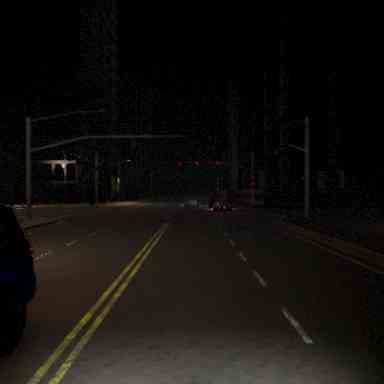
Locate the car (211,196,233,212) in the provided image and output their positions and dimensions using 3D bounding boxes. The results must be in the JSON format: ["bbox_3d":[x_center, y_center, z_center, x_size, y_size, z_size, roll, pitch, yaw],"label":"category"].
[{"bbox_3d":[3.497,1.449,38.150,1.812,1.442,4.674,0,0,0],"label":"car"}]

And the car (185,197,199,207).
[{"bbox_3d":[0.010,1.466,48.479,1.812,1.442,4.674,0,0,0],"label":"car"}]

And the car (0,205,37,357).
[{"bbox_3d":[-3.574,1.213,3.097,2.150,2.045,5.566,0,1,0],"label":"car"}]

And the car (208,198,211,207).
[{"bbox_3d":[3.501,1.292,48.395,2.097,1.767,4.553,0,0,0],"label":"car"}]
